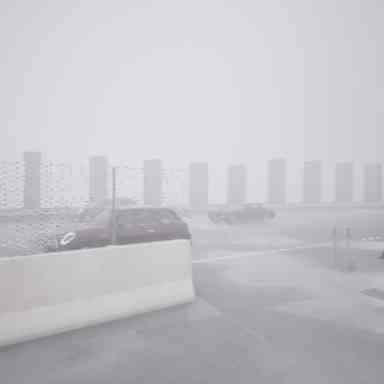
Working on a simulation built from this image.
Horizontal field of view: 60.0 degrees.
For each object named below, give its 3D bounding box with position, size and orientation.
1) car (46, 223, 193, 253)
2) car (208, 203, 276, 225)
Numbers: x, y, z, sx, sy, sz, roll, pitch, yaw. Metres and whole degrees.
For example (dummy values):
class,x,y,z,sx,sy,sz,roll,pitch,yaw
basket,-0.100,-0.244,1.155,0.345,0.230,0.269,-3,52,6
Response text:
class,x,y,z,sx,sy,sz,roll,pitch,yaw
car,-2.267,1.253,10.805,4.553,1.767,2.097,0,1,-34
car,3.431,1.461,22.762,4.718,1.301,1.895,0,1,-31
